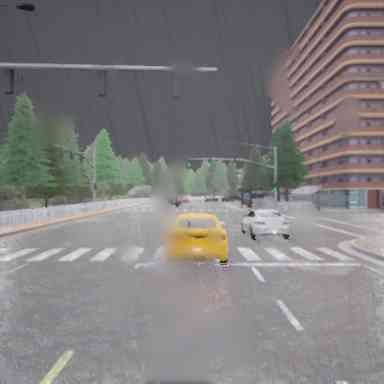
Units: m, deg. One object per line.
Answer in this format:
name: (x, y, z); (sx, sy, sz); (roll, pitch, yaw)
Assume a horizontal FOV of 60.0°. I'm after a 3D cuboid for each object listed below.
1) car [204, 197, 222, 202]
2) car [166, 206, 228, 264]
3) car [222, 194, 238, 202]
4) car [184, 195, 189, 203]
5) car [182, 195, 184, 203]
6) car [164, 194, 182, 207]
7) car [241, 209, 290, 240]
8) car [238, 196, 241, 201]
car: (4.894, 1.774, 81.022); (1.895, 1.301, 4.718); (0, 0, 30)
car: (0.176, 1.504, 11.944); (1.882, 1.535, 5.008); (0, 0, 1)
car: (8.725, 1.680, 80.755); (1.837, 1.490, 4.892); (0, 0, 30)
car: (-2.073, 1.512, 72.006); (2.097, 1.767, 4.553); (0, 0, 13)
car: (-3.032, 1.486, 62.066); (2.097, 1.767, 4.553); (0, 0, 1)
car: (-3.190, 1.335, 52.427); (2.150, 2.045, 5.566); (0, 0, 1)
car: (3.719, 1.588, 17.237); (1.812, 1.442, 4.674); (0, -1, 0)
car: (10.842, 1.425, 89.442); (2.150, 2.045, 5.566); (0, 0, 44)
